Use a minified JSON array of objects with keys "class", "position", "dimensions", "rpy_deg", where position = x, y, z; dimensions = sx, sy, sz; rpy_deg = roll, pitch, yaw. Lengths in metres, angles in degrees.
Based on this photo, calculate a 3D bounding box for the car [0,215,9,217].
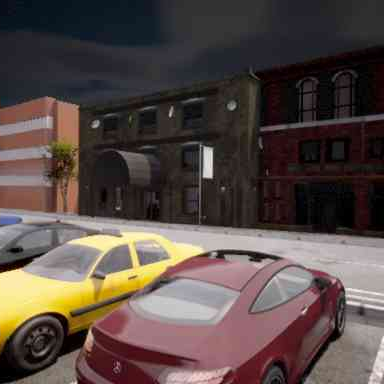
[{"class":"car","position":[-6.185,1.473,9.398],"dimensions":[2.097,1.535,5.008],"rpy_deg":[0,0,36]}]

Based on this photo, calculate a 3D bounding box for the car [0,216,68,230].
[{"class":"car","position":[-3.879,1.474,7.766],"dimensions":[2.097,1.535,5.008],"rpy_deg":[0,0,36]}]

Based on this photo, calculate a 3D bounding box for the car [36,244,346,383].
[{"class":"car","position":[0.718,1.515,4.478],"dimensions":[2.002,1.452,4.674],"rpy_deg":[0,0,36]}]

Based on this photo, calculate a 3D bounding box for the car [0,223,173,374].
[{"class":"car","position":[-1.688,1.472,5.970],"dimensions":[1.946,1.575,5.366],"rpy_deg":[0,0,36]}]
